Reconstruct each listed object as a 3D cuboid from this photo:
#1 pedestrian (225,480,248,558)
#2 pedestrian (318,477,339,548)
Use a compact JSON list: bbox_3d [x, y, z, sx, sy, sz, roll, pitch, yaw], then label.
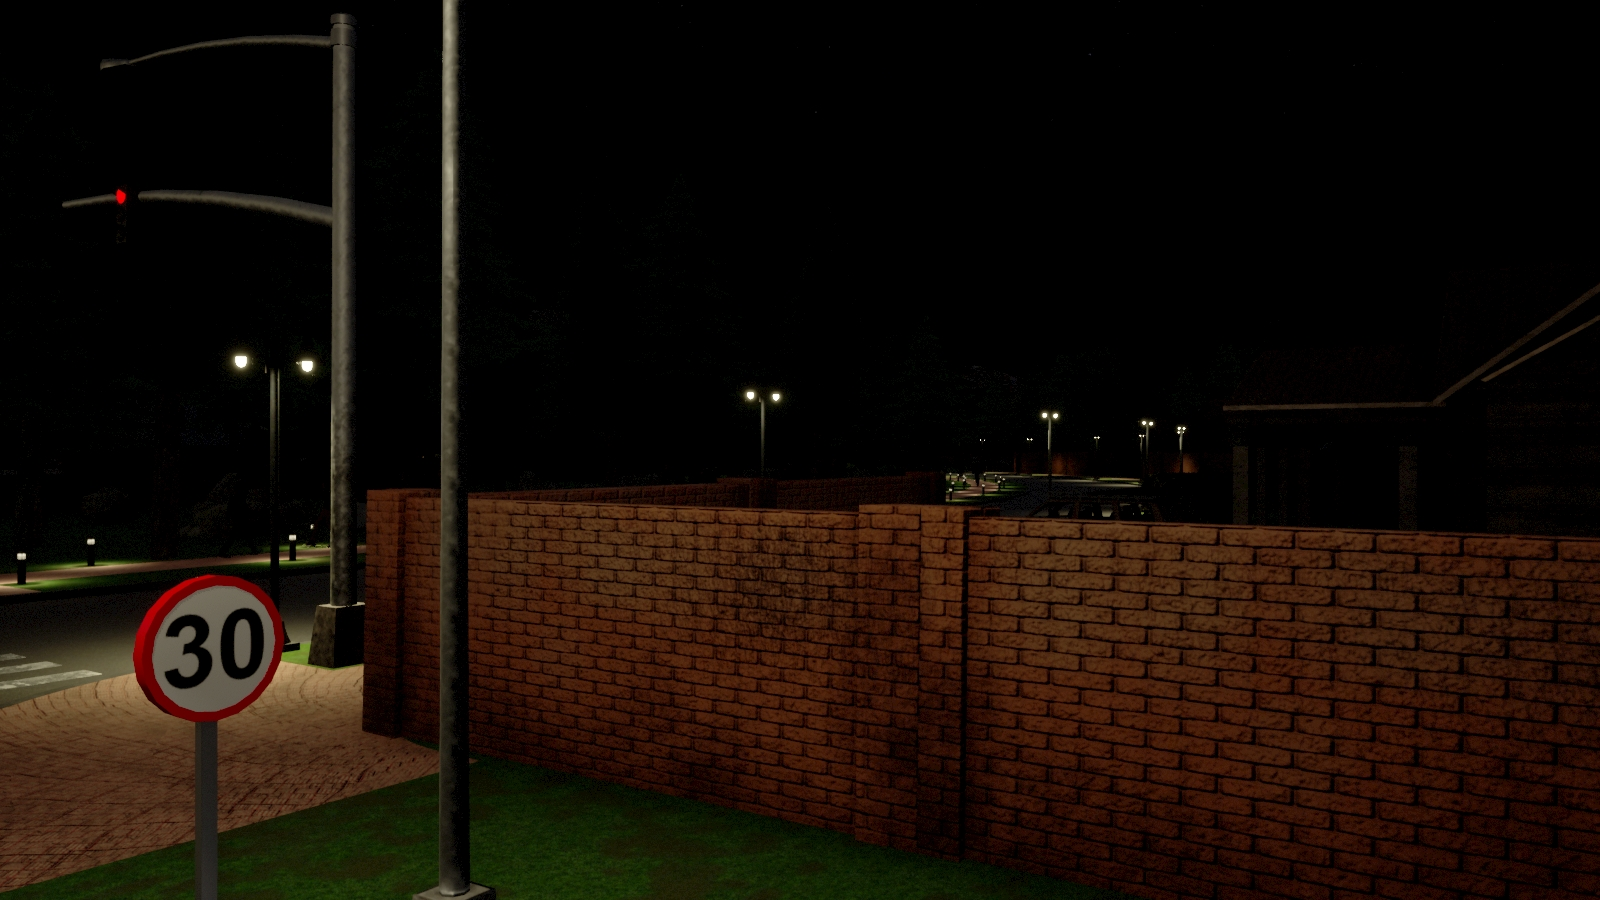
[{"bbox_3d":[-13.658,1.665,27.707,0.375,1.860,0.375,0,0,40],"label":"pedestrian"},{"bbox_3d":[-12.560,1.663,30.442,0.375,1.860,0.375,0,0,35],"label":"pedestrian"}]
